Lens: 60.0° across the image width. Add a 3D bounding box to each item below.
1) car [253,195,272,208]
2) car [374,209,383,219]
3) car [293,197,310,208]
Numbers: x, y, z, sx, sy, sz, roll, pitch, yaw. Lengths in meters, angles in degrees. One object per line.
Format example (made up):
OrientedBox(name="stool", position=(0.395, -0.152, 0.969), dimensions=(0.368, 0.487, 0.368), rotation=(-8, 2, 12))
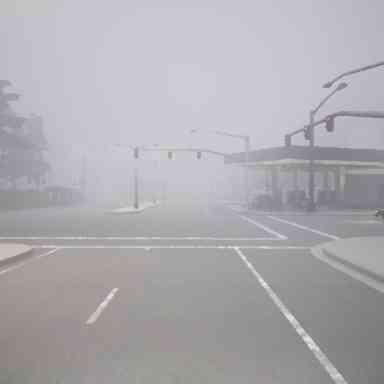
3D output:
OrientedBox(name="car", position=(9.710, 1.293, 45.641), dimensions=(2.242, 1.667, 4.611), rotation=(0, 0, 0))
OrientedBox(name="car", position=(17.054, 1.474, 25.486), dimensions=(5.357, 1.411, 2.033), rotation=(0, 0, -1))
OrientedBox(name="car", position=(15.455, 1.453, 46.403), dimensions=(1.970, 1.475, 3.806), rotation=(0, 0, 0))
